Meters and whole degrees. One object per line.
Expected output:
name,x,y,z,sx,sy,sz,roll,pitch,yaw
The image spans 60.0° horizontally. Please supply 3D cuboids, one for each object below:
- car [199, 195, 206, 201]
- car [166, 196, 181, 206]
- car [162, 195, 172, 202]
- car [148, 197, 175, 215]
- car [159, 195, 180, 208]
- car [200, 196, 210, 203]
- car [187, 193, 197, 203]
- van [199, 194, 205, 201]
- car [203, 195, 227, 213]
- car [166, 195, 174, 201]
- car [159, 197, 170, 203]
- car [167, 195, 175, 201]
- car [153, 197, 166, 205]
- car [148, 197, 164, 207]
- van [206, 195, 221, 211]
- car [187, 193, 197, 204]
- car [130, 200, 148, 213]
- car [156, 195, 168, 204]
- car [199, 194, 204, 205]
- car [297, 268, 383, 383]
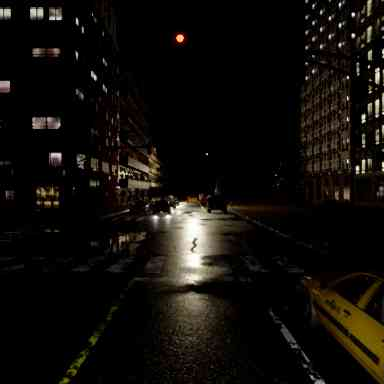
car,2.684,1.611,86.281,1.752,1.417,4.829,0,0,0
car,-3.047,1.525,55.601,2.128,1.511,4.902,0,0,0
car,-5.697,1.505,75.058,1.967,1.590,4.097,0,0,0
car,-3.113,1.558,34.925,2.033,1.411,5.357,0,0,-3
car,-3.090,1.567,45.384,2.033,1.411,5.357,0,0,0
car,2.684,1.600,69.532,1.887,1.381,4.507,0,0,0
car,0.000,1.291,75.861,2.150,2.045,5.566,0,0,0
van,2.682,1.439,91.637,1.690,1.788,3.998,0,0,0
car,2.684,1.326,36.372,2.192,1.841,5.009,0,0,0
car,-5.696,1.611,85.941,1.752,1.417,4.829,0,0,0
car,-5.696,1.637,69.532,1.802,1.307,4.206,0,0,0
car,-5.697,1.642,91.637,1.887,1.381,4.507,0,0,0
car,-5.696,1.582,58.477,1.887,1.381,4.507,0,0,0
car,-5.695,1.580,52.951,2.008,1.369,4.403,0,0,0
van,2.684,1.357,41.898,1.690,1.788,3.998,0,0,0
car,0.098,1.526,65.386,1.882,1.535,5.008,0,0,0
car,-5.694,1.562,36.371,2.008,1.369,4.403,0,0,0
car,-5.697,1.487,64.005,1.967,1.590,4.097,0,0,0
car,2.683,1.353,58.478,2.192,1.841,5.009,0,0,0
car,2.686,1.525,4.129,1.752,1.417,4.829,0,0,0
